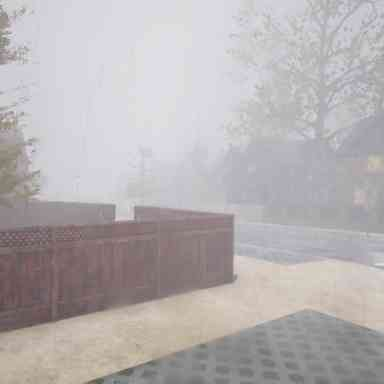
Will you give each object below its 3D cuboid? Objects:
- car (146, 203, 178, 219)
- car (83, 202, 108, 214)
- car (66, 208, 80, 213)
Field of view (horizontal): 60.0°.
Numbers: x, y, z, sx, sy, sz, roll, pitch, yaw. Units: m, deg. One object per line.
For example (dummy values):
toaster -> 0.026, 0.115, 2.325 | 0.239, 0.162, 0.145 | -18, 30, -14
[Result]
car -> -1.834, 1.559, 22.604 | 2.097, 1.767, 4.553 | 2, -2, -35
car -> -11.943, 2.059, 42.205 | 1.812, 1.442, 4.674 | 2, -2, -34
car -> -14.877, 1.953, 41.453 | 1.882, 1.535, 5.008 | 2, -2, -34
